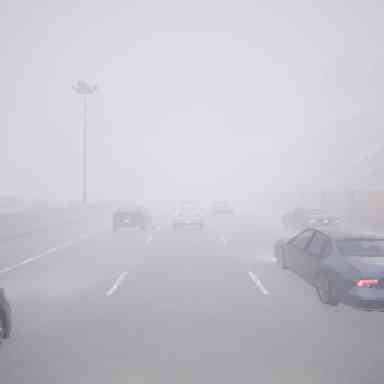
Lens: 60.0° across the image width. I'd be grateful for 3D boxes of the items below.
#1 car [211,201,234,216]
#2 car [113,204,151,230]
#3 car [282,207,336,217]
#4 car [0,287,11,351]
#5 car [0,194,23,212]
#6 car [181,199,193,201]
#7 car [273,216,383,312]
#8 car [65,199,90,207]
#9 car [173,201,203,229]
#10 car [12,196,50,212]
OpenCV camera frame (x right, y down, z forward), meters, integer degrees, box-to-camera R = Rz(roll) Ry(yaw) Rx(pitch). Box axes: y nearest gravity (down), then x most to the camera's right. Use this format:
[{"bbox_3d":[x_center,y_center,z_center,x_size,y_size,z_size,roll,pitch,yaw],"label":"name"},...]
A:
[{"bbox_3d":[3.027,1.591,33.420,2.033,1.411,5.357,0,0,-1],"label":"car"},{"bbox_3d":[-3.749,1.506,21.382,1.882,1.535,5.008,0,0,-1],"label":"car"},{"bbox_3d":[6.787,1.573,19.569,2.033,1.411,5.357,0,0,-1],"label":"car"},{"bbox_3d":[-3.443,1.495,2.743,2.128,1.511,4.902,0,0,-1],"label":"car"},{"bbox_3d":[-21.776,1.273,39.331,2.150,2.045,5.566,0,0,-1],"label":"car"},{"bbox_3d":[-0.568,1.529,38.494,1.882,1.535,5.008,0,0,-1],"label":"car"},{"bbox_3d":[3.496,1.558,8.019,2.033,1.411,5.357,0,0,-1],"label":"car"},{"bbox_3d":[-14.830,1.606,43.334,2.033,1.411,5.357,0,0,-1],"label":"car"},{"bbox_3d":[-0.275,1.556,22.065,1.812,1.442,4.674,0,0,-1],"label":"car"},{"bbox_3d":[-18.261,1.544,38.679,2.128,1.511,4.902,0,0,-1],"label":"car"}]
